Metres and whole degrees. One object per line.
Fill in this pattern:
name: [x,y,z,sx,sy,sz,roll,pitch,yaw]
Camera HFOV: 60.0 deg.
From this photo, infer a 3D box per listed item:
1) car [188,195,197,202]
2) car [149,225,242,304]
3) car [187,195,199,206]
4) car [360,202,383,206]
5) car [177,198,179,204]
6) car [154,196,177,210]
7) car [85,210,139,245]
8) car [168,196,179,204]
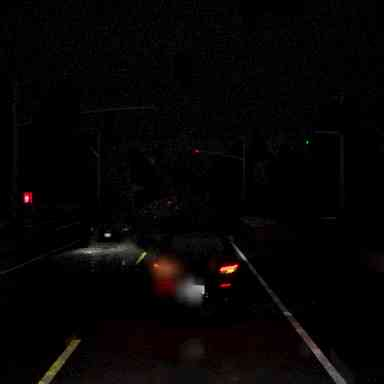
car: [0.123,1.525,80.842,2.128,1.511,4.902,0,0,0]
car: [0.085,1.526,8.048,1.812,1.442,4.674,0,0,0]
car: [0.188,1.601,55.660,1.895,1.301,4.718,0,0,0]
car: [15.583,1.528,28.601,5.357,1.411,2.033,0,0,-6]
car: [-3.513,1.526,52.181,1.812,1.442,4.674,0,0,0]
car: [-3.527,1.352,42.348,2.097,1.767,4.553,0,0,2]
car: [-3.572,1.563,15.524,1.994,1.385,4.181,0,0,-5]
car: [-3.469,1.526,62.259,1.812,1.442,4.674,0,0,1]
